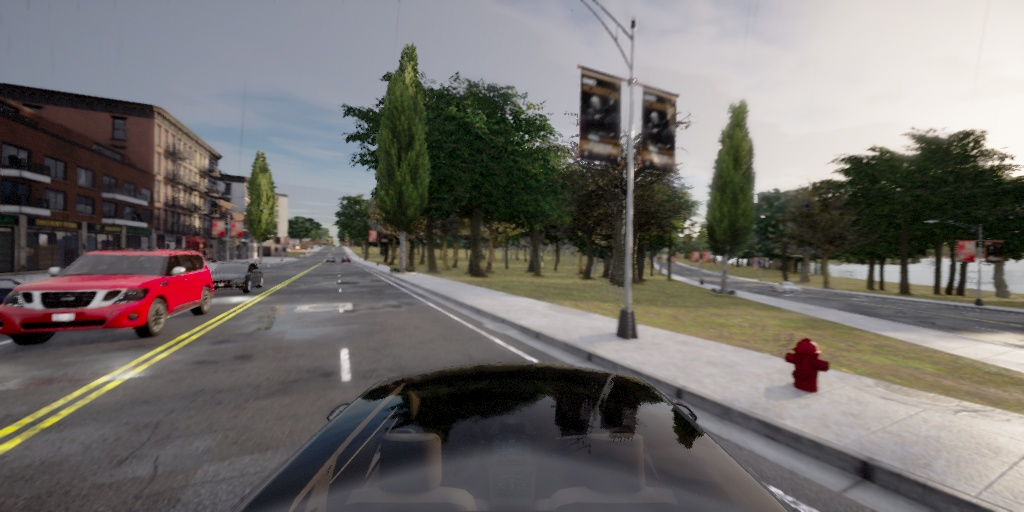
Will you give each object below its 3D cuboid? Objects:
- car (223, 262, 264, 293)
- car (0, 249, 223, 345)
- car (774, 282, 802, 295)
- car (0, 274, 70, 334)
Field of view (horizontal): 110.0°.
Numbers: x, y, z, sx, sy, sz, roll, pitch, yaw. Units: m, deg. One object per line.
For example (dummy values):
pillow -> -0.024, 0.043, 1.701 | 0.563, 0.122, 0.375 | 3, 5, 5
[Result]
car -> -14.337, 1.065, 18.613 | 1.837, 1.490, 4.892 | 1, 0, -25
car -> -9.924, 0.831, 9.496 | 2.150, 2.045, 5.566 | 1, 0, -25
car -> 35.304, 4.081, 46.023 | 1.812, 1.442, 4.674 | 1, -2, 19
car -> -12.810, 1.169, 7.967 | 1.895, 1.301, 4.718 | 1, 0, -26
